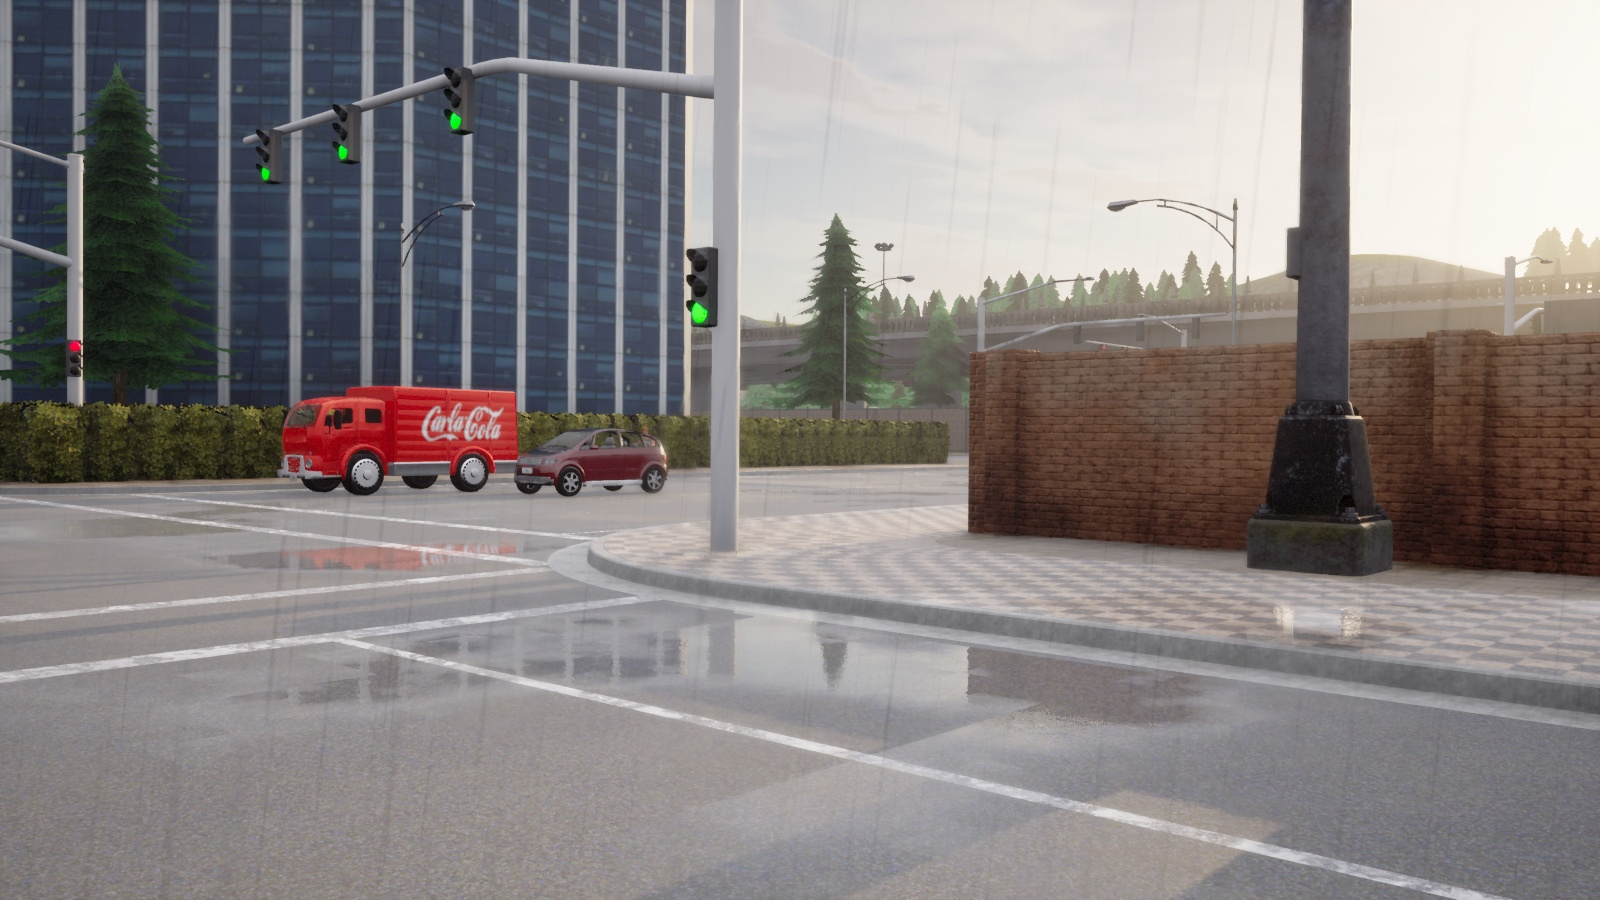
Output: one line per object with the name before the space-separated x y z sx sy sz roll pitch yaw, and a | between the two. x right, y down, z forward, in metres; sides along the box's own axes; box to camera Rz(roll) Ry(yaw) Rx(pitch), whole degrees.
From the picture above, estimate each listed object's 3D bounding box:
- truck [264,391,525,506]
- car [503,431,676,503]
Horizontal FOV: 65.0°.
truck | -9.437 -0.074 29.588 2.627 2.467 5.204 0 1 41
car | -4.882 0.352 29.483 1.789 1.549 3.705 0 1 41
